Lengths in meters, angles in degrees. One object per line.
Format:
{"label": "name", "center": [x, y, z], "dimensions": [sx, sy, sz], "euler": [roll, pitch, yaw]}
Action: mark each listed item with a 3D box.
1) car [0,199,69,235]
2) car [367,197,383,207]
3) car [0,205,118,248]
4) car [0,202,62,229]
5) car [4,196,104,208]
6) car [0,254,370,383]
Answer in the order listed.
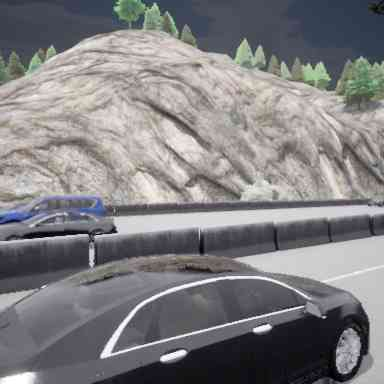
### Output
{"label": "car", "center": [-9.520, 1.349, 18.673], "dimensions": [4.553, 1.767, 2.097], "euler": [0, 0, -35]}
{"label": "car", "center": [27.656, 1.474, 48.900], "dimensions": [4.674, 1.442, 1.812], "euler": [0, 0, -35]}
{"label": "car", "center": [-5.371, 1.489, 13.033], "dimensions": [4.902, 1.511, 2.128], "euler": [0, 0, -35]}
{"label": "car", "center": [-11.320, 1.475, 21.686], "dimensions": [5.008, 1.535, 1.882], "euler": [0, 0, -35]}
{"label": "car", "center": [-6.887, 1.218, 16.245], "dimensions": [5.566, 2.045, 2.150], "euler": [0, 0, -35]}
{"label": "car", "center": [0.124, 1.502, 3.818], "dimensions": [4.892, 1.490, 1.837], "euler": [0, 0, -35]}
